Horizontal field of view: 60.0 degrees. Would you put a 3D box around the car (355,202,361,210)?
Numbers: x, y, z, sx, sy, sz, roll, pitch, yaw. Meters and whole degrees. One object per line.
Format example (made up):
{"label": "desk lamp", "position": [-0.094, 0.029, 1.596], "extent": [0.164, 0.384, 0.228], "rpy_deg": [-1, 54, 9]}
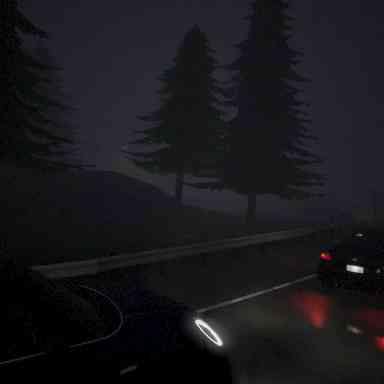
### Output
{"label": "car", "position": [18.232, 1.481, 41.434], "extent": [5.008, 1.535, 1.882], "rpy_deg": [0, 0, 35]}

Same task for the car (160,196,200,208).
{"label": "car", "position": [-1.664, 1.565, 46.712], "extent": [4.718, 1.301, 1.895], "rpy_deg": [0, 0, 35]}

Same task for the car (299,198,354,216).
{"label": "car", "position": [12.824, 1.532, 32.408], "extent": [4.674, 1.442, 1.812], "rpy_deg": [0, 0, 35]}

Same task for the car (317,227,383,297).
{"label": "car", "position": [4.878, 1.564, 8.219], "extent": [4.181, 1.385, 1.994], "rpy_deg": [0, 0, -42]}

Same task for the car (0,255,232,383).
{"label": "car", "position": [-1.819, 1.352, 2.744], "extent": [4.553, 1.767, 2.097], "rpy_deg": [0, 0, -36]}

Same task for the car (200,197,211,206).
{"label": "car", "position": [0.784, 1.447, 53.542], "extent": [4.902, 1.511, 2.128], "rpy_deg": [0, 0, 35]}
